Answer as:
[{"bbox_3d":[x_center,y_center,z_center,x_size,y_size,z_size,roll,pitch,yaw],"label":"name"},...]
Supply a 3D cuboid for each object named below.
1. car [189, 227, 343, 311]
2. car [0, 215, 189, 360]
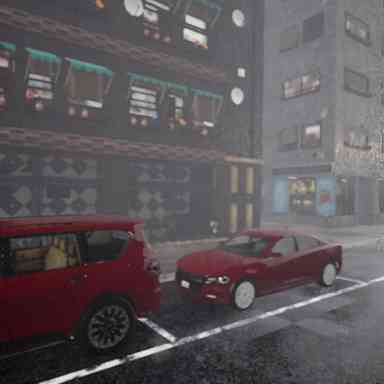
[{"bbox_3d":[1.707,1.544,7.762,4.507,1.381,1.887,0,1,-36],"label":"car"},{"bbox_3d":[-2.775,1.315,4.556,5.009,1.841,2.192,0,1,-36],"label":"car"}]
